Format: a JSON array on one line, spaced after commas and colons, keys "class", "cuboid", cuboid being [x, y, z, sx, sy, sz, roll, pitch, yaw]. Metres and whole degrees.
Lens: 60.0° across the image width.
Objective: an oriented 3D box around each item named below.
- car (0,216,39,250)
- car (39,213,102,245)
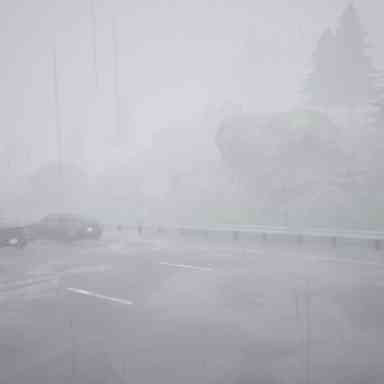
[{"class": "car", "cuboid": [-8.649, 1.682, 13.673, 4.674, 1.442, 1.812, 0, 0, 31]}, {"class": "car", "cuboid": [-6.436, 1.719, 16.423, 4.181, 1.385, 1.994, -1, 0, 32]}]
